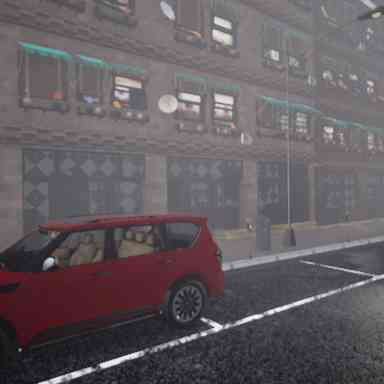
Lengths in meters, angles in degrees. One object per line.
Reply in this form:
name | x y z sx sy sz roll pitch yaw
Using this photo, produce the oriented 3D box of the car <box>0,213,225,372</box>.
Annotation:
car | -1.718 1.312 5.377 5.009 1.841 2.192 0 -1 -36
